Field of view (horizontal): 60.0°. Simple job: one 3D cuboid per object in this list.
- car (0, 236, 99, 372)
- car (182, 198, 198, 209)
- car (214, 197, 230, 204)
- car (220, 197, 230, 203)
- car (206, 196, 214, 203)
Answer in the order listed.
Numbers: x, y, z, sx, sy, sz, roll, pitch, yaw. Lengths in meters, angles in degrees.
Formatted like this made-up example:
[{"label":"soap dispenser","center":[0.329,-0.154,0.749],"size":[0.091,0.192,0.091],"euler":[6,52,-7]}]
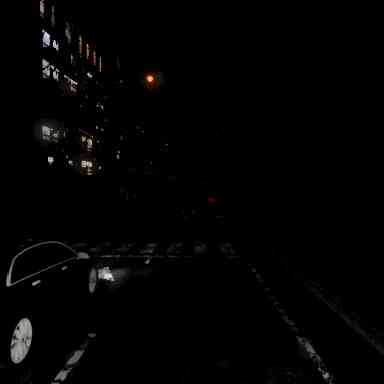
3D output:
[{"label":"car","center":[-3.046,1.507,5.649],"size":[1.837,1.490,4.892],"euler":[0,0,1]},{"label":"car","center":[-0.181,1.648,47.316],"size":[1.812,1.442,4.674],"euler":[0,0,7]},{"label":"car","center":[6.198,1.742,68.851],"size":[1.837,1.490,4.892],"euler":[0,0,10]},{"label":"car","center":[7.868,1.857,78.678],"size":[1.994,1.385,4.181],"euler":[0,0,12]},{"label":"car","center":[4.545,1.656,78.616],"size":[2.097,1.767,4.553],"euler":[0,0,11]}]
